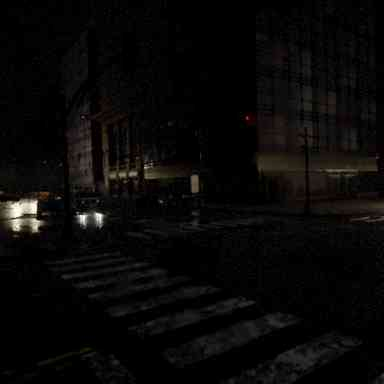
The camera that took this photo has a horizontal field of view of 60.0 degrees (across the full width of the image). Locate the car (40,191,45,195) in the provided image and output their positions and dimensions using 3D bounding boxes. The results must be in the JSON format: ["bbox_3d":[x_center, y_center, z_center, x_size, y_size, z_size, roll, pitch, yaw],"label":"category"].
[{"bbox_3d":[-30.482,0.691,70.826,1.802,1.307,4.206,-2,2,-35],"label":"car"}]

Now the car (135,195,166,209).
[{"bbox_3d":[-4.311,0.948,33.983,1.947,1.339,4.313,-2,2,-35],"label":"car"}]

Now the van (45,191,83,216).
[{"bbox_3d":[-11.262,1.068,29.045,1.690,1.788,3.998,-2,2,-35],"label":"van"}]

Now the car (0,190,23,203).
[{"bbox_3d":[-30.889,0.844,56.675,2.192,1.841,5.009,-2,2,-35],"label":"car"}]

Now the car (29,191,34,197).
[{"bbox_3d":[-37.028,0.474,80.031,1.967,1.590,4.097,-2,2,-35],"label":"car"}]

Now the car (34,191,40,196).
[{"bbox_3d":[-33.754,0.622,75.430,2.008,1.369,4.403,-2,2,-35],"label":"car"}]

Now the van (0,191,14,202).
[{"bbox_3d":[-34.160,0.833,61.281,1.690,1.788,3.998,-2,2,-35],"label":"van"}]

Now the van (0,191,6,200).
[{"bbox_3d":[-40.702,0.757,70.490,1.690,1.788,3.998,-2,2,-35],"label":"van"}]

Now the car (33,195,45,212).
[{"bbox_3d":[-14.527,1.279,33.656,1.802,1.307,4.206,-2,2,-35],"label":"car"}]

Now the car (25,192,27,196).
[{"bbox_3d":[-40.297,0.547,84.639,2.008,1.369,4.403,-2,2,-35],"label":"car"}]

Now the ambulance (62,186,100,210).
[{"bbox_3d":[-11.465,0.621,34.232,2.351,2.431,6.366,-3,2,-35],"label":"ambulance"}]

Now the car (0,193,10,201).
[{"bbox_3d":[-37.426,0.999,65.891,1.887,1.381,4.507,-2,2,-35],"label":"car"}]
